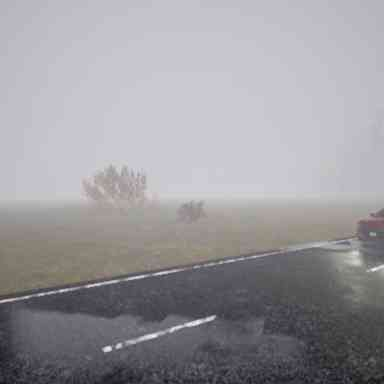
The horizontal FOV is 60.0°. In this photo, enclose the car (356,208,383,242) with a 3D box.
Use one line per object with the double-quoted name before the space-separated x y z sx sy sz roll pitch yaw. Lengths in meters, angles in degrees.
"car" 8.883 1.288 14.018 5.008 1.535 1.882 -1 1 -36
